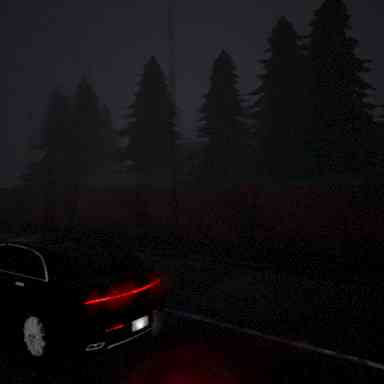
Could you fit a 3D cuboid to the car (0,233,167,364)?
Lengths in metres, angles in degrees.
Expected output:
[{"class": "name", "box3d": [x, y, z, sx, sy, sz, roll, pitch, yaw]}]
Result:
[{"class": "car", "box3d": [-2.664, 1.506, 5.887, 4.892, 1.490, 1.837, 0, 0, 35]}]
